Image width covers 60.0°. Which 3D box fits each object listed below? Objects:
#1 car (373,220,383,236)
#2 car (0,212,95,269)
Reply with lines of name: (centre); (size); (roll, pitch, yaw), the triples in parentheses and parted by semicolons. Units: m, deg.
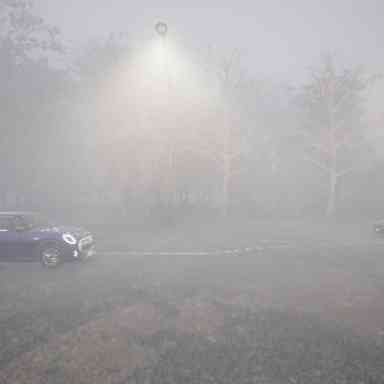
car: (12.529, 1.767, 18.000); (5.008, 1.535, 1.882); (0, -1, 1)
car: (-5.655, 1.449, 11.089); (4.553, 1.767, 2.097); (0, 0, 0)
